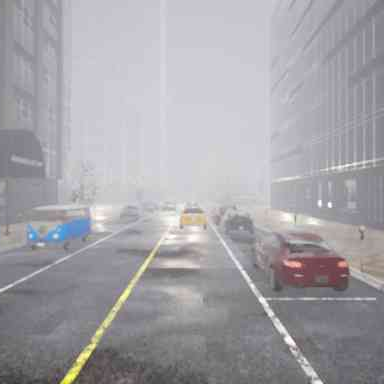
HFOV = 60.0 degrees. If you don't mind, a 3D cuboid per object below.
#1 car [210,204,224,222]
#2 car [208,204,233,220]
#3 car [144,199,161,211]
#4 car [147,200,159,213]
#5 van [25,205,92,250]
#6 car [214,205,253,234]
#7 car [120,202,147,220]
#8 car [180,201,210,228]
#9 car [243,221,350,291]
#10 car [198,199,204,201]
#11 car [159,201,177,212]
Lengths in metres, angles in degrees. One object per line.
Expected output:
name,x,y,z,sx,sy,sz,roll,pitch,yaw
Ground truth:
car,2.672,1.683,26.020,1.967,1.590,4.097,0,-1,0
car,2.668,1.845,31.712,2.008,1.369,4.403,0,0,0
car,-5.725,1.875,48.788,1.967,1.590,4.097,0,0,0
car,-5.721,1.972,43.095,1.802,1.307,4.206,0,0,0
van,-5.701,1.478,14.633,1.690,1.788,3.998,0,-1,0
car,2.675,1.741,20.327,2.008,1.369,4.403,0,-1,0
car,-5.713,1.876,31.707,1.802,1.307,4.206,0,-1,0
car,0.084,1.681,23.768,1.801,1.575,5.366,0,0,0
car,2.684,1.666,8.943,1.802,1.307,4.206,0,-1,0
car,0.069,1.923,41.256,2.033,1.411,5.357,0,0,0
car,-3.085,1.957,45.575,2.033,1.411,5.357,0,0,1
